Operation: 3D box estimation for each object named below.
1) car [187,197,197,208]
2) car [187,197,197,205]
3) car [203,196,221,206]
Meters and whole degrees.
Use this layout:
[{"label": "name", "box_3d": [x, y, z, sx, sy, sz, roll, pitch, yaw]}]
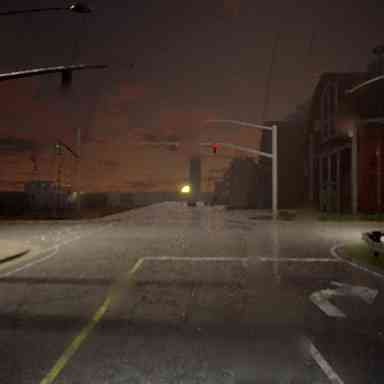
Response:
[{"label": "car", "box_3d": [-0.030, 2.084, 60.120, 2.033, 1.411, 5.357, -1, 0, 0]}, {"label": "car", "box_3d": [-0.029, 1.970, 75.805, 2.097, 1.767, 4.553, 0, -1, 0]}, {"label": "car", "box_3d": [4.136, 1.788, 68.381, 1.905, 1.878, 3.866, -7, 3, -42]}]
